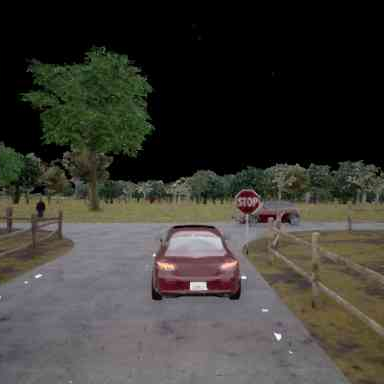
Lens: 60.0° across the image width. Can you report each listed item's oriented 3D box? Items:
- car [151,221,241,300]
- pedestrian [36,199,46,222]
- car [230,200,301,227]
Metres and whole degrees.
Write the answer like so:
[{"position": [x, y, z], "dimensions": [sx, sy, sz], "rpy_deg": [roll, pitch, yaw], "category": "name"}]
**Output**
[{"position": [0.038, 1.538, 8.297], "dimensions": [1.812, 1.442, 4.674], "rpy_deg": [0, 0, -2], "category": "car"}, {"position": [-12.155, 1.433, 26.719], "dimensions": [0.375, 1.860, 0.375], "rpy_deg": [0, -1, 0], "category": "pedestrian"}, {"position": [4.913, 1.365, 22.515], "dimensions": [4.553, 1.767, 2.097], "rpy_deg": [0, -1, -15], "category": "car"}]
